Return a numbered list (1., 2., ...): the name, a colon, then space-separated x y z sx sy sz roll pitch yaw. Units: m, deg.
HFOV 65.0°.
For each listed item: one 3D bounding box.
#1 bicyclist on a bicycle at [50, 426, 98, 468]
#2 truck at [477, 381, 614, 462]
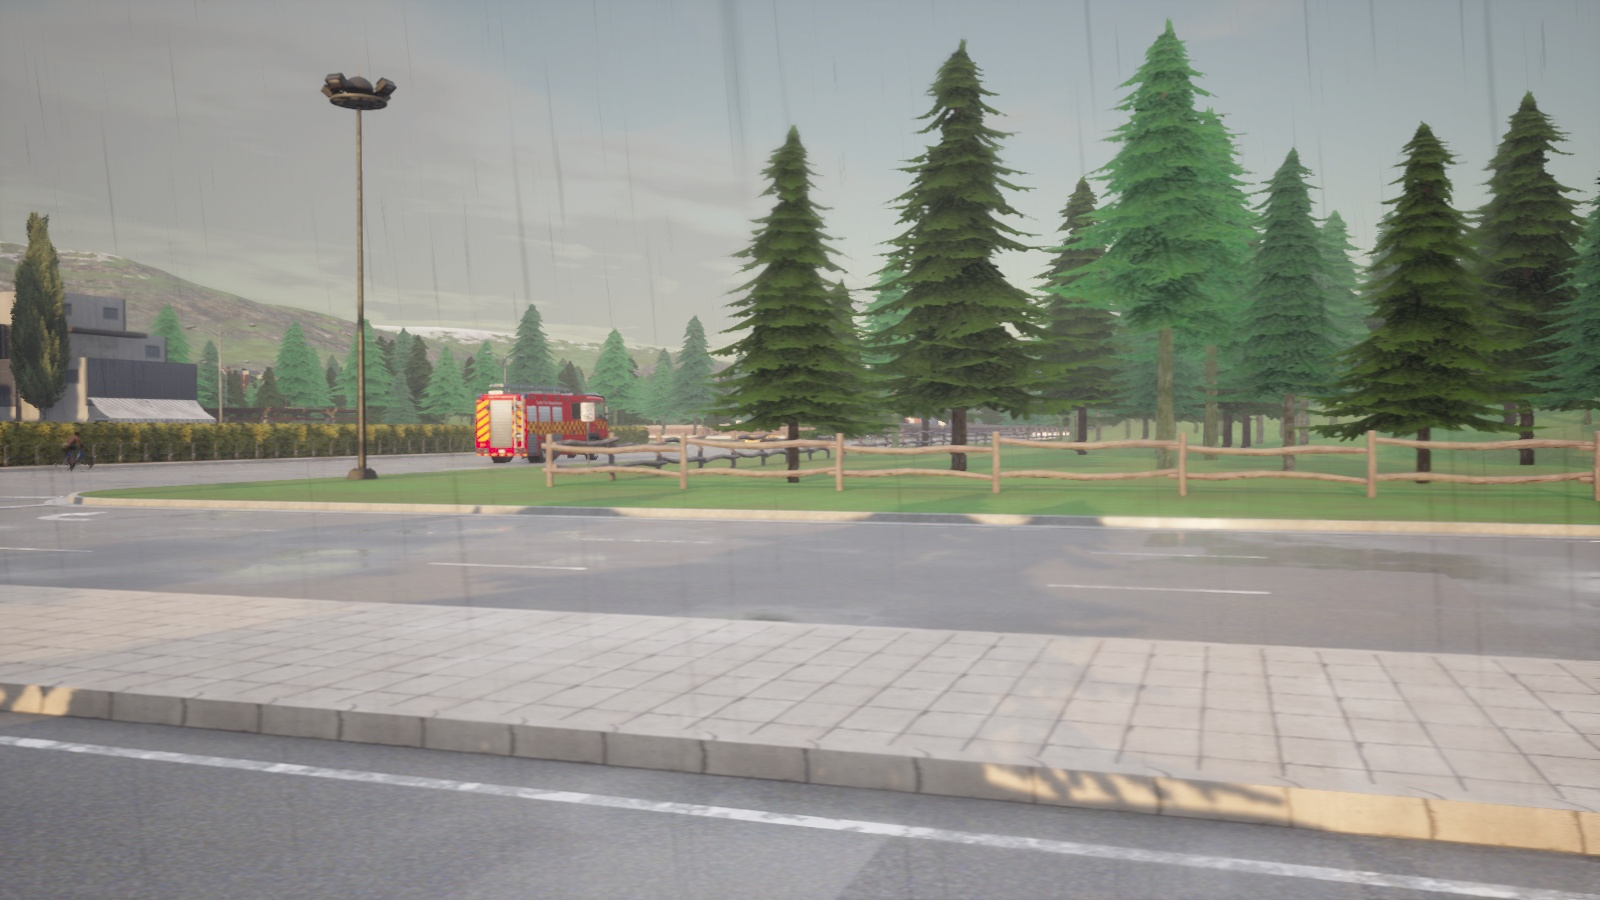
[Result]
1. bicyclist on a bicycle: -28.832 -0.128 49.899 0.582 1.620 1.656 1 1 20
2. truck: -12.742 -1.408 63.827 2.891 3.827 8.468 1 1 20
